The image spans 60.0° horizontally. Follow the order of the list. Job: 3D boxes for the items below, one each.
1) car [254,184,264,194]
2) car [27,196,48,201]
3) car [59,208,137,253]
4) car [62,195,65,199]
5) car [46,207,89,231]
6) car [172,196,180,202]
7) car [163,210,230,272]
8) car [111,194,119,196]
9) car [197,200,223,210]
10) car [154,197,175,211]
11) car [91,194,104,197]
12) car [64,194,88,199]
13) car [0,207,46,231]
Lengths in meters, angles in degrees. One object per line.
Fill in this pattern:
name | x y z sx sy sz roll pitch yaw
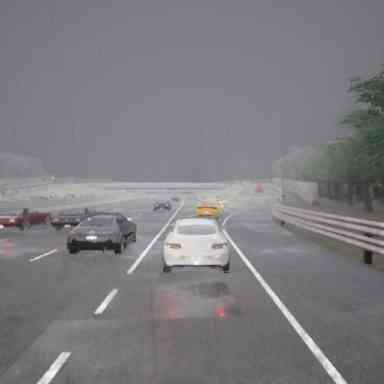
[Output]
car | 17.717 -0.628 88.019 2.150 2.045 5.566 0 3 11
car | -28.036 1.473 60.626 2.033 1.411 5.357 0 0 0
car | -3.484 1.554 13.559 1.994 1.385 4.181 0 0 0
car | -28.145 1.164 76.480 2.097 1.767 4.553 0 0 0
car | -6.869 1.585 20.517 1.895 1.301 4.718 0 0 0
car | -3.614 1.440 72.793 1.895 1.301 4.718 0 0 0
car | 0.137 1.518 10.622 1.812 1.442 4.674 0 0 1
car | -21.309 1.205 92.409 1.837 1.490 4.892 0 0 -1
car | 1.571 1.464 28.762 1.882 1.535 5.008 0 0 9
car | -3.459 1.573 40.315 1.895 1.301 4.718 0 0 0
car | -21.146 1.334 76.577 1.812 1.442 4.674 0 0 0
car | -21.056 1.456 60.751 1.812 1.442 4.674 0 0 0
car | -10.369 1.585 20.347 1.895 1.301 4.718 0 0 0
